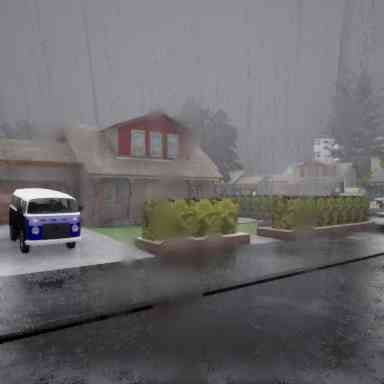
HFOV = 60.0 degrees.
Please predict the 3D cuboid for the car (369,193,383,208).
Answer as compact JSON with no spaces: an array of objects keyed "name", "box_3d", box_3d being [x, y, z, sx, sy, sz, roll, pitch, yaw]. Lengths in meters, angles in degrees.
[{"name":"car","box_3d":[23.733,0.986,40.840,3.866,1.878,1.905,0,0,-1]}]
